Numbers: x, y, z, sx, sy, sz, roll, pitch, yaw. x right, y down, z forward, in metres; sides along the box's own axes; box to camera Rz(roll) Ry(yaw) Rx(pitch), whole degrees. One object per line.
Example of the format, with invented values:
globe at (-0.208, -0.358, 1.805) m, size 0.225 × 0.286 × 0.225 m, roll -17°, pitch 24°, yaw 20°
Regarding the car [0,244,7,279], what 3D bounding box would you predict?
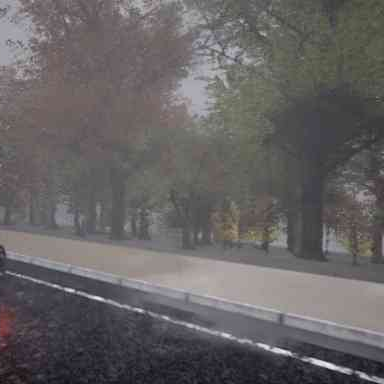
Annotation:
car at (-6.508, 1.475, 8.325) m, size 4.892 × 1.490 × 1.837 m, roll 0°, pitch 0°, yaw 36°
